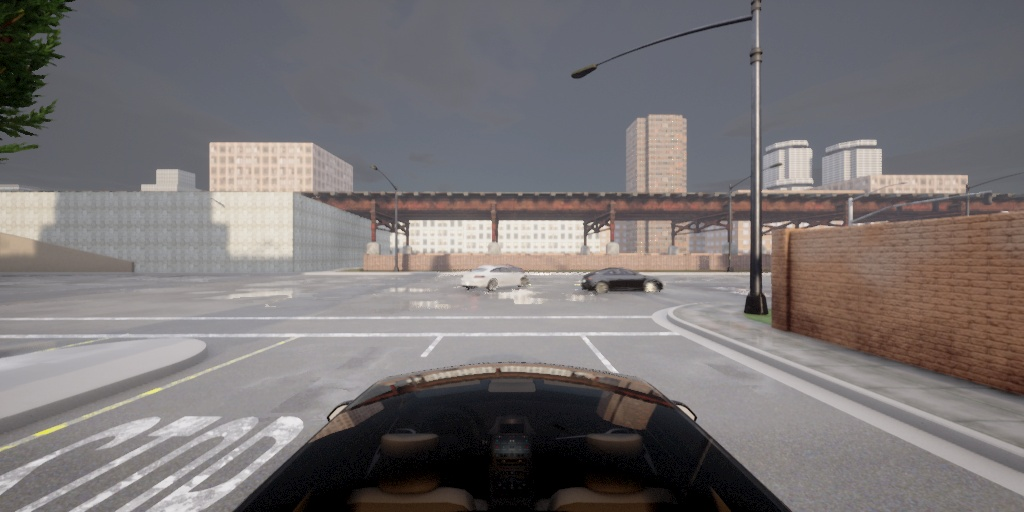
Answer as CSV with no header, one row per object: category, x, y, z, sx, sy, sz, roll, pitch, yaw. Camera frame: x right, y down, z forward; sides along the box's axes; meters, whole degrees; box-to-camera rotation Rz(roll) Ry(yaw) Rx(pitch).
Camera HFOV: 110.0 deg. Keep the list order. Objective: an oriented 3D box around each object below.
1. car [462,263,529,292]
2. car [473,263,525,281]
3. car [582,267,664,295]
car,-0.929,1.271,21.239,1.812,1.442,4.674,-1,-1,39
car,-1.038,1.307,29.949,4.181,1.385,1.994,0,0,1
car,5.921,1.310,19.386,4.181,1.385,1.994,0,0,-5
